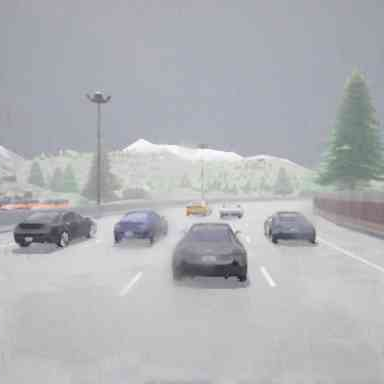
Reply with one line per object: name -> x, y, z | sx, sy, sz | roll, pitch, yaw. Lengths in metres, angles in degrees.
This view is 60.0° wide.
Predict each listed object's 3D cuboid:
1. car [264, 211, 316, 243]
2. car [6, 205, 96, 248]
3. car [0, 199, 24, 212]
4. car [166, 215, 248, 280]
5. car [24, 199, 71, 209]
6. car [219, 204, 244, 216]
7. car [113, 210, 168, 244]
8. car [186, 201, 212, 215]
car -> 4.714, 1.629, 16.466 | 1.994, 1.385, 4.181 | 0, 0, 7
car -> -6.009, 1.576, 15.164 | 1.837, 1.490, 4.892 | 0, 0, 6
car -> -17.303, 1.513, 33.896 | 2.097, 1.767, 4.553 | 0, 0, 13
car -> 0.567, 1.607, 10.106 | 1.994, 1.385, 4.181 | 0, 0, 4
car -> -13.902, 1.505, 33.058 | 2.097, 1.767, 4.553 | 0, 0, 12
car -> 3.800, 1.730, 31.205 | 1.895, 1.301, 4.718 | 0, 0, 13
car -> -2.377, 1.597, 16.192 | 1.812, 1.442, 4.674 | 0, 0, 6
car -> 0.790, 1.619, 33.516 | 1.882, 1.535, 5.008 | 0, 0, 14
